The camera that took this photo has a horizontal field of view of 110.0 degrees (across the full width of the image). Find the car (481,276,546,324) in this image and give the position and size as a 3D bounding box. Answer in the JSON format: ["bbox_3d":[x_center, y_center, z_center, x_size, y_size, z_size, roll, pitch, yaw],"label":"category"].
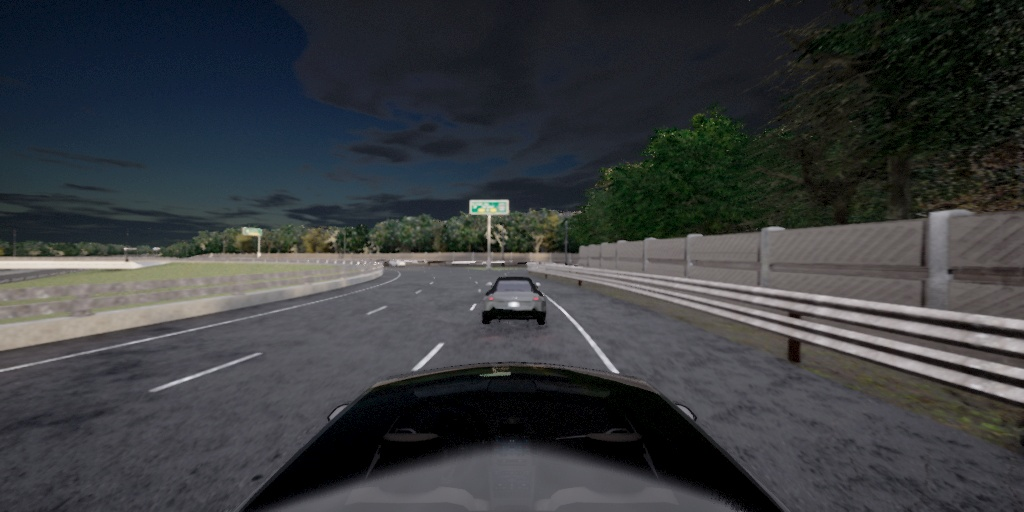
[{"bbox_3d":[0.049,1.382,12.324,1.994,1.385,4.181,1,0,0],"label":"car"}]
